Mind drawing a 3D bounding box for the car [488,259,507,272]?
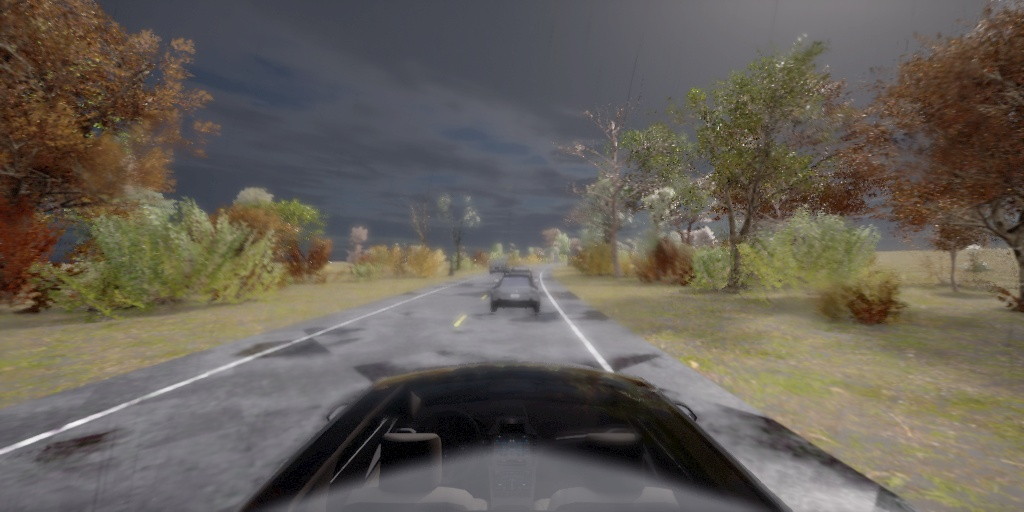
[{"bbox_3d":[-1.712,1.431,47.099,2.150,2.045,5.566,0,0,5],"label":"car"}]

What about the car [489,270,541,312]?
[{"bbox_3d":[0.183,1.457,15.176,1.994,1.385,4.181,0,-1,2],"label":"car"}]

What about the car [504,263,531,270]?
[{"bbox_3d":[0.801,1.539,30.172,2.128,1.511,4.902,0,0,4],"label":"car"}]
